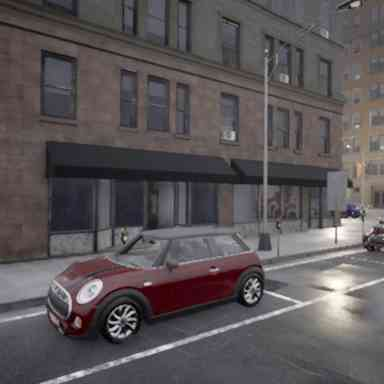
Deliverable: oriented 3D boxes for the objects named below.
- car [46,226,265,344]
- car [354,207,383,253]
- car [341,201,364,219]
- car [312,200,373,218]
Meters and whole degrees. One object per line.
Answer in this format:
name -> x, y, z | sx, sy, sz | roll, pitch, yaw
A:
car -> -0.550, 1.454, 6.373 | 4.097, 1.590, 1.967 | 0, 0, -36
car -> 8.378, 1.501, 12.777 | 4.097, 1.590, 1.967 | 0, 0, -36
car -> 12.192, 1.231, 29.356 | 2.150, 2.045, 5.566 | 1, 0, -36
car -> 14.318, 1.536, 31.951 | 2.128, 1.511, 4.902 | 1, 0, -36
